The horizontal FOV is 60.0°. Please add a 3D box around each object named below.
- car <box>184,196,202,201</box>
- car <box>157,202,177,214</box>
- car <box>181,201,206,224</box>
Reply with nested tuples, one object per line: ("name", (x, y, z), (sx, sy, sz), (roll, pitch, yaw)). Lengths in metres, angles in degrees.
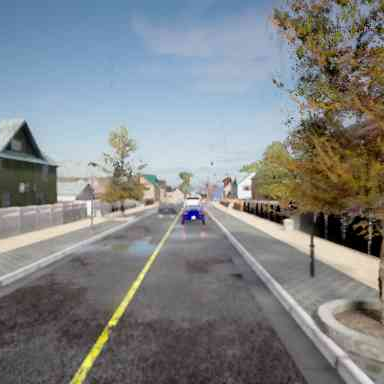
("car", (0.095, 1.522, 43.529), (2.150, 2.045, 5.566), (0, -1, 1))
("car", (-2.773, 1.818, 38.182), (1.994, 1.385, 4.181), (0, -1, 1))
("car", (0.099, 1.679, 25.923), (1.812, 1.442, 4.674), (0, 0, 0))
